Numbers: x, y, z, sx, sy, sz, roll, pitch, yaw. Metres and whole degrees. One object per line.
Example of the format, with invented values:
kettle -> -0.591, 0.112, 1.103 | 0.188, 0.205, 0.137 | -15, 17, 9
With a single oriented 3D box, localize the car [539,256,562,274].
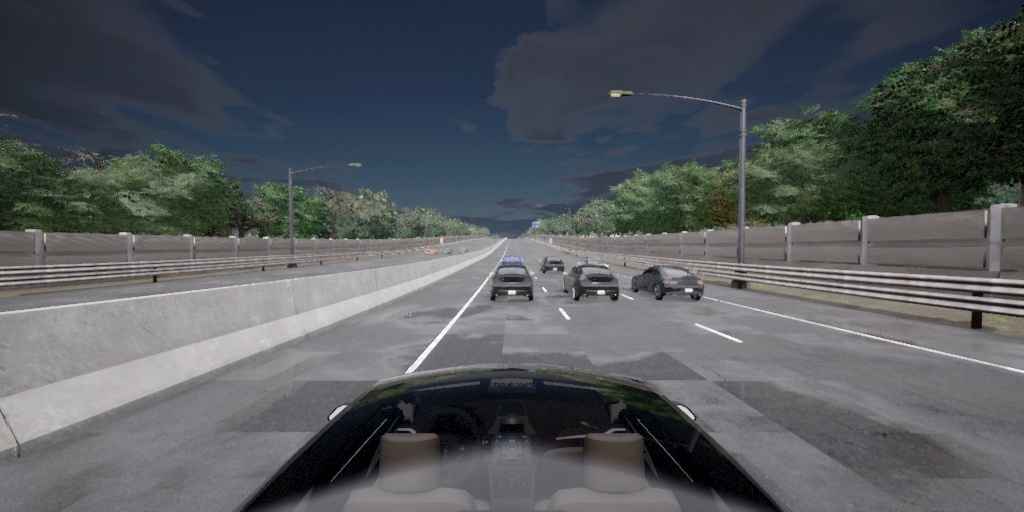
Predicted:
car -> 3.500, 0.735, 31.476 | 1.837, 1.490, 4.892 | 0, 2, 0

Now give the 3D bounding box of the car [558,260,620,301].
car -> 3.500, 1.134, 16.491 | 1.837, 1.490, 4.892 | 0, 1, 0

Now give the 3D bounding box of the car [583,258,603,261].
car -> 7.000, 0.834, 31.509 | 1.895, 1.301, 4.718 | 0, 2, 0

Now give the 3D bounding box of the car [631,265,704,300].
car -> 7.000, 1.152, 16.492 | 1.812, 1.442, 4.674 | 0, 1, 0

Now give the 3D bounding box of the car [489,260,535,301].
car -> 0.000, 1.134, 16.491 | 1.837, 1.490, 4.892 | 0, 1, 0

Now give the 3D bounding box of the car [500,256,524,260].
car -> 0.000, 0.703, 31.474 | 1.882, 1.535, 5.008 | 0, 2, 0
